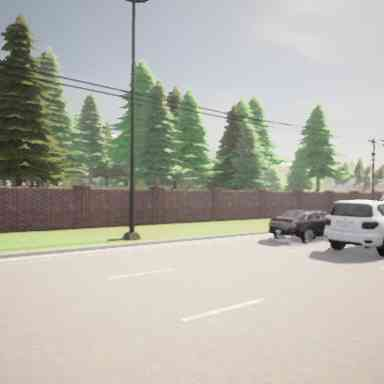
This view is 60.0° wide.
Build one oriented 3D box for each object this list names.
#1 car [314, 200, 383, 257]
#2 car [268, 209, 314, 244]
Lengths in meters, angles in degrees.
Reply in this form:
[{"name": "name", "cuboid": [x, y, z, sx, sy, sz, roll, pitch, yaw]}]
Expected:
[{"name": "car", "cuboid": [7.756, 1.348, 13.700, 5.566, 2.045, 2.150, 0, 0, -35]}, {"name": "car", "cuboid": [5.951, 1.626, 16.707, 4.902, 1.511, 2.128, 1, 0, -35]}]
